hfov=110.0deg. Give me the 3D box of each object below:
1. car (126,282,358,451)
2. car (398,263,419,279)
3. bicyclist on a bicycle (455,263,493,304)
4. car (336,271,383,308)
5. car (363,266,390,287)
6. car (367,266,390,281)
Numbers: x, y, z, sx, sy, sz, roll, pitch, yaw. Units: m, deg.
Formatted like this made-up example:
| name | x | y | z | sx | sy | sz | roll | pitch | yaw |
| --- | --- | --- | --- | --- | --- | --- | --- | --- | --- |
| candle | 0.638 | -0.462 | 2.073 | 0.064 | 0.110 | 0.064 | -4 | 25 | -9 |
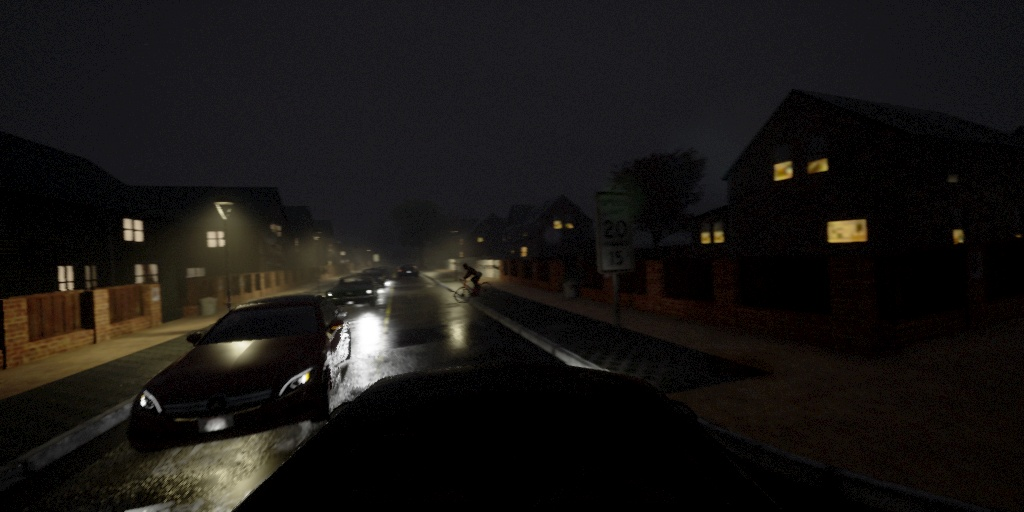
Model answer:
| name | x | y | z | sx | sy | sz | roll | pitch | yaw |
| --- | --- | --- | --- | --- | --- | --- | --- | --- | --- |
| car | -3.740 | 1.425 | 5.800 | 1.812 | 1.442 | 4.674 | -3 | 1 | -19 |
| car | -10.712 | 1.552 | 37.052 | 1.994 | 1.385 | 4.181 | -3 | 1 | -17 |
| bicyclist on a bicycle | -1.657 | 1.078 | 14.884 | 1.656 | 1.620 | 0.582 | -11 | 3 | -17 |
| car | -7.162 | 1.583 | 16.431 | 1.895 | 1.301 | 4.718 | -3 | 0 | -18 |
| car | -10.448 | 1.623 | 26.746 | 1.994 | 1.385 | 4.181 | -3 | 0 | -18 |
| car | -13.570 | 1.725 | 36.670 | 1.895 | 1.301 | 4.718 | -3 | 0 | -17 |
